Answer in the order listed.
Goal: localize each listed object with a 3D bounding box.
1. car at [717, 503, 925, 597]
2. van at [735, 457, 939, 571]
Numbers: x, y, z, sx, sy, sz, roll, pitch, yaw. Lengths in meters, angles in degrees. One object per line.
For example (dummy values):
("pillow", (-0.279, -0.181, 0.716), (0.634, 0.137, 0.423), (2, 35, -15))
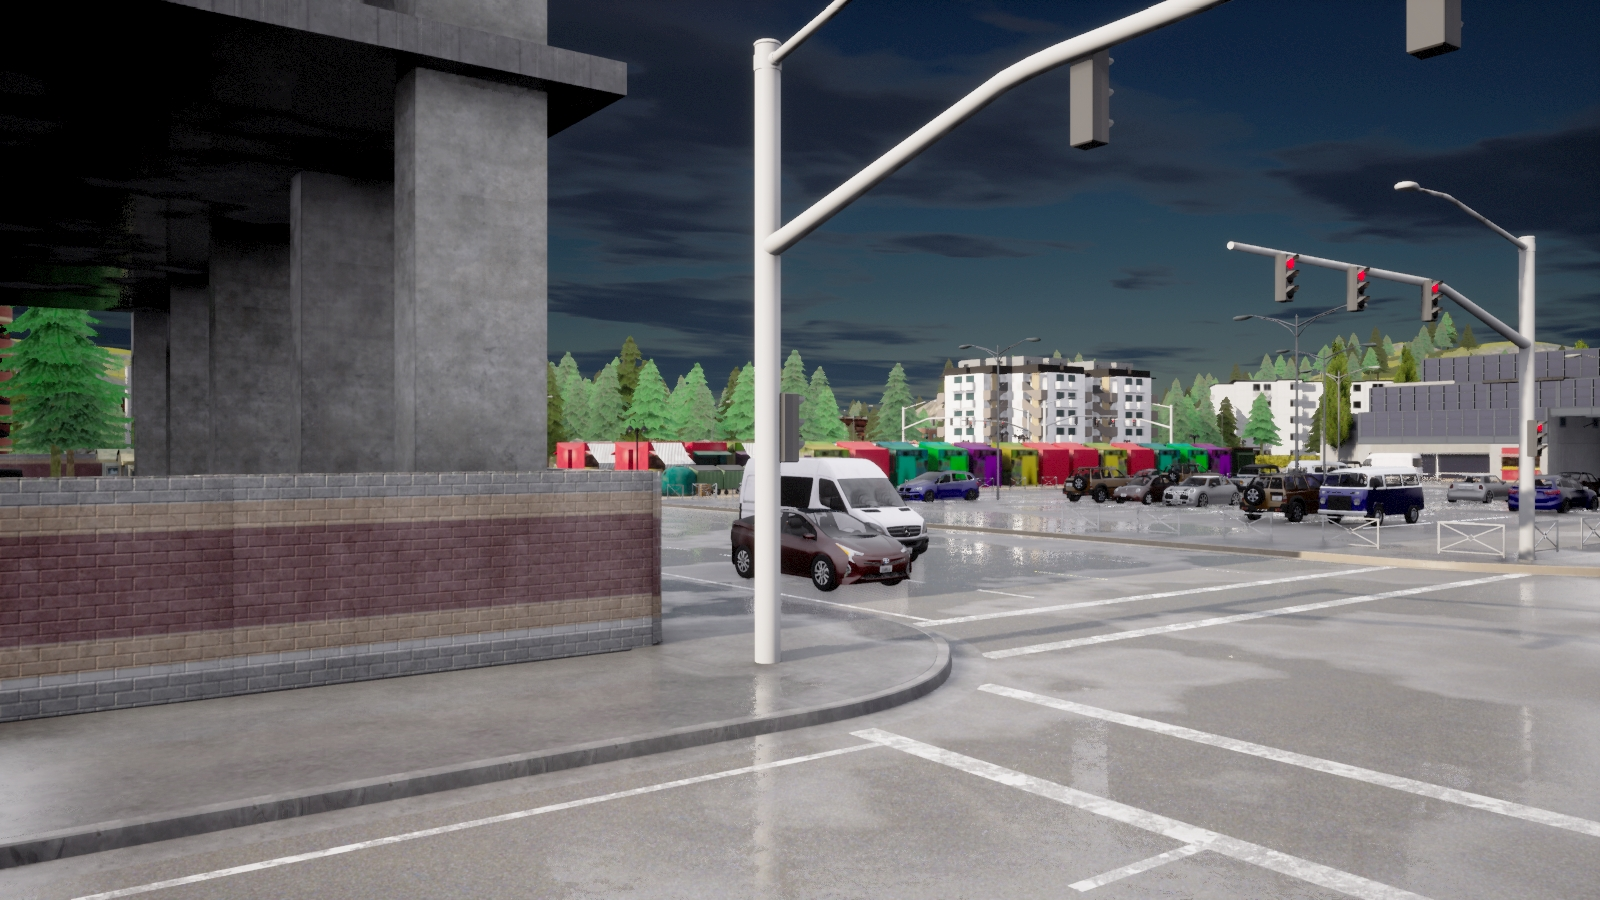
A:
("car", (0.324, 1.984, 23.786), (2.007, 1.525, 4.514), (0, 0, -36))
("van", (0.780, 1.479, 29.066), (1.988, 2.561, 5.915), (0, 0, -36))
